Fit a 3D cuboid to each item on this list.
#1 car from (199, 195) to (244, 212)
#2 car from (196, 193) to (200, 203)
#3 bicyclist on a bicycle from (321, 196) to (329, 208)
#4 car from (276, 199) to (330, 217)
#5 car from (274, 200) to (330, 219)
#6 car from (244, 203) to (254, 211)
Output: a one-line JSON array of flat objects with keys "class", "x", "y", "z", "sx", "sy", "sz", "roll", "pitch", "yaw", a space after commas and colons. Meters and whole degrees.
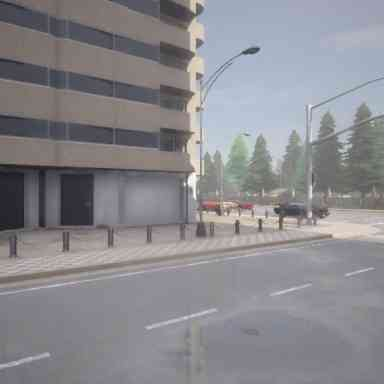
[{"class": "car", "x": 3.296, "y": 1.410, "z": 38.264, "sx": 2.097, "sy": 1.767, "sz": 4.553, "roll": 0, "pitch": 0, "yaw": -36}, {"class": "car", "x": -0.048, "y": 1.277, "z": 61.101, "sx": 2.150, "sy": 2.045, "sz": 5.566, "roll": 0, "pitch": 0, "yaw": -35}, {"class": "bicyclist on a bicycle", "x": 17.379, "y": 1.356, "z": 43.494, "sx": 1.656, "sy": 1.620, "sz": 0.582, "roll": 0, "pitch": 0, "yaw": -36}, {"class": "car", "x": 11.084, "y": 1.533, "z": 33.446, "sx": 1.882, "sy": 1.535, "sz": 5.008, "roll": 0, "pitch": 0, "yaw": -36}, {"class": "car", "x": 9.659, "y": 1.656, "z": 29.440, "sx": 1.895, "sy": 1.301, "sz": 4.718, "roll": 0, "pitch": 0, "yaw": -36}, {"class": "car", "x": 5.454, "y": 1.656, "z": 41.254, "sx": 1.895, "sy": 1.301, "sz": 4.718, "roll": 0, "pitch": 0, "yaw": -36}]
